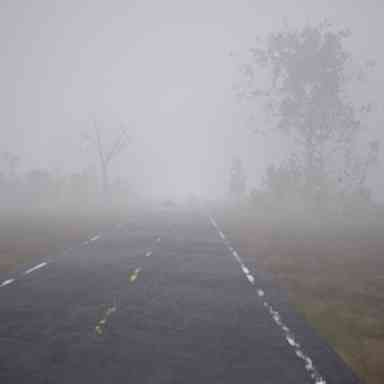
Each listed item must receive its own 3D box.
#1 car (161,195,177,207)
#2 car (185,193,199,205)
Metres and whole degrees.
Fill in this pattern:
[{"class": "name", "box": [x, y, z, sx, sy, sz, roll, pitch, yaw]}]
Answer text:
[{"class": "car", "box": [-3.085, 1.203, 45.093, 1.882, 1.535, 5.008, 0, 0, 0]}, {"class": "car", "box": [0.087, 1.209, 52.040, 1.812, 1.442, 4.674, 0, 0, 0]}]
